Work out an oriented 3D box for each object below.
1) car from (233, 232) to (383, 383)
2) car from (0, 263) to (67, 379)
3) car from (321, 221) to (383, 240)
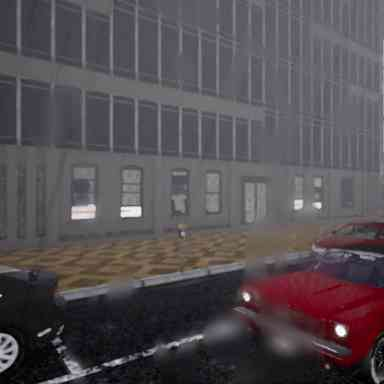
[{"bbox_3d":[2.954,1.613,5.484,4.718,1.301,1.895,0,0,-35],"label":"car"},{"bbox_3d":[-3.800,1.548,3.850,4.403,1.369,2.008,0,0,-35],"label":"car"},{"bbox_3d":[5.469,1.606,10.461,4.206,1.307,1.802,0,0,-35],"label":"car"}]
